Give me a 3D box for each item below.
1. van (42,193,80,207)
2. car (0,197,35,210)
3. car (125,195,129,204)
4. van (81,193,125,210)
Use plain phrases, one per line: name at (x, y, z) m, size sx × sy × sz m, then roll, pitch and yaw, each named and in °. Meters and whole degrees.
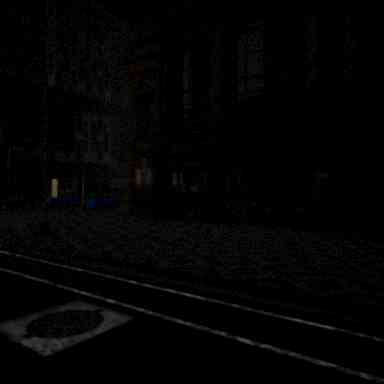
van at (-16.693, 0.990, 41.865) m, size 1.690 × 1.788 × 3.998 m, roll 1°, pitch 0°, yaw 36°
car at (-19.976, 1.210, 37.305) m, size 2.008 × 1.369 × 4.403 m, roll 1°, pitch 0°, yaw 36°
car at (-10.231, 1.153, 50.849) m, size 1.752 × 1.417 × 4.829 m, roll 1°, pitch 0°, yaw 36°
van at (-9.772, 1.048, 36.887) m, size 1.690 × 1.788 × 3.998 m, roll 1°, pitch 0°, yaw 36°
